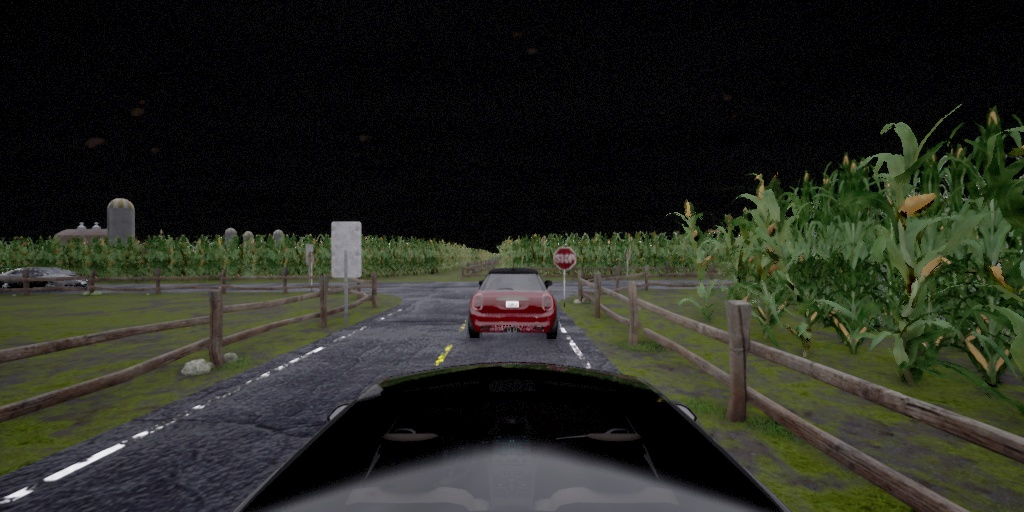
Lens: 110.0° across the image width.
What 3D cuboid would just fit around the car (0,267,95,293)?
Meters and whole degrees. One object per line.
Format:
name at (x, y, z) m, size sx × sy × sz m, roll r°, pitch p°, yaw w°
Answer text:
car at (-29.703, 1.475, 22.861) m, size 4.902 × 1.511 × 2.128 m, roll 0°, pitch 0°, yaw 0°

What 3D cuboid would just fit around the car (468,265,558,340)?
car at (0.089, 1.102, 10.168) m, size 2.097 × 1.767 × 4.553 m, roll 0°, pitch 0°, yaw 2°
